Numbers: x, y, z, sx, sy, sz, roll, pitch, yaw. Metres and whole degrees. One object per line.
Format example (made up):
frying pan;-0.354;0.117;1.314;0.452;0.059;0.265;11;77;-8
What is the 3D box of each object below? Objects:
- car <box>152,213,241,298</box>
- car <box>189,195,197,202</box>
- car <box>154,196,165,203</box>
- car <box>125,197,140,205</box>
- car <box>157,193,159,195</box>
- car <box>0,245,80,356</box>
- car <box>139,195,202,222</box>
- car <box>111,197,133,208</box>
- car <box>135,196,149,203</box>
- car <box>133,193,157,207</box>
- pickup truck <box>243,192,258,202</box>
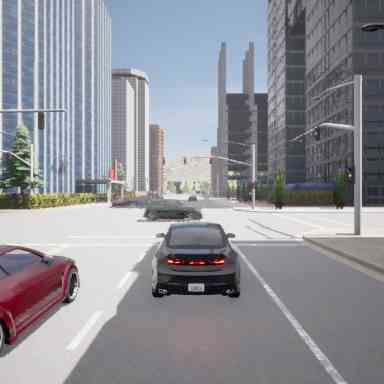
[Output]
car;0.095;1.505;8.523;1.837;1.490;4.892;0;0;0
car;0.165;1.524;79.551;1.812;1.442;4.674;0;0;0
car;-6.855;1.524;69.862;1.812;1.442;4.674;0;0;0
car;-10.451;1.564;58.857;1.994;1.385;4.181;0;0;0
car;-6.947;1.221;59.514;2.150;2.045;5.566;0;0;1
car;-3.427;1.564;5.565;1.994;1.385;4.181;0;0;1
car;-1.440;1.352;25.822;4.553;1.767;2.097;0;0;1
car;-10.482;1.478;48.873;1.882;1.535;5.008;0;0;0
car;-10.357;1.525;69.018;2.128;1.511;4.902;0;0;0
car;-6.980;1.352;49.674;2.097;1.767;4.553;0;0;0
pickup truck;13.272;1.059;72.747;2.390;2.098;6.274;0;0;31
